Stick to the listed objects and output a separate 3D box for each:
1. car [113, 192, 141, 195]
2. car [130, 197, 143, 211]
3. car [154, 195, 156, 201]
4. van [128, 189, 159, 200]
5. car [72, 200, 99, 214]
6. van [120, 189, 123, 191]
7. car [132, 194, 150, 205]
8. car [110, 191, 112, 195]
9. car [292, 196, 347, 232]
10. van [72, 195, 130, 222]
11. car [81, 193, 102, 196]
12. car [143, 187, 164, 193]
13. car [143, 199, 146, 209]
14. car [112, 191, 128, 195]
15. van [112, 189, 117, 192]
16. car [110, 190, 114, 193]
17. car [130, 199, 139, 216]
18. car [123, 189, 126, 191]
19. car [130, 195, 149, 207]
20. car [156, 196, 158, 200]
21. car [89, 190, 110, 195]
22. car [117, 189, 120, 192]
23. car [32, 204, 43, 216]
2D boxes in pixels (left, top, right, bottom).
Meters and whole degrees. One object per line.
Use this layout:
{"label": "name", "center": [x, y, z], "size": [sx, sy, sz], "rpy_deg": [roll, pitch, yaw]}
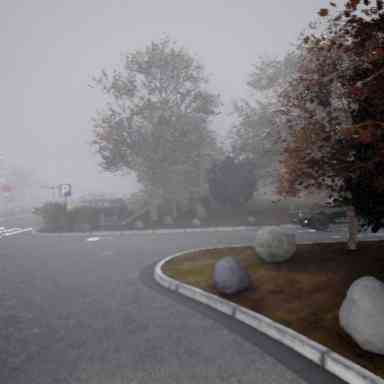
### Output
{"label": "car", "center": [-8.138, 1.288, 46.161], "size": [4.553, 1.767, 2.185], "rpy_deg": [-1, 1, -1]}
{"label": "car", "center": [-8.231, 1.696, 35.066], "size": [5.366, 1.575, 1.946], "rpy_deg": [-1, 1, -1]}
{"label": "car", "center": [-8.199, 1.385, 48.939], "size": [4.674, 1.452, 2.002], "rpy_deg": [-1, 1, -1]}
{"label": "van", "center": [-8.178, 0.910, 57.258], "size": [4.442, 1.987, 1.878], "rpy_deg": [-1, 1, -1]}
{"label": "car", "center": [-13.109, 1.780, 41.175], "size": [1.895, 1.301, 4.718], "rpy_deg": [-1, 1, 0]}
{"label": "van", "center": [-21.612, 0.414, 89.715], "size": [4.442, 1.987, 1.878], "rpy_deg": [-1, 2, -1]}
{"label": "car", "center": [-8.130, 1.484, 43.389], "size": [5.008, 1.535, 2.097], "rpy_deg": [-1, 1, -1]}
{"label": "car", "center": [-21.754, 0.996, 75.704], "size": [5.366, 1.575, 1.946], "rpy_deg": [-1, 1, -1]}
{"label": "car", "center": [8.666, 1.083, 19.089], "size": [5.566, 2.045, 2.150], "rpy_deg": [-3, -1, -2]}
{"label": "van", "center": [-8.106, 1.613, 29.513], "size": [4.442, 1.987, 1.878], "rpy_deg": [-1, 1, -1]}
{"label": "car", "center": [-16.650, 1.443, 54.010], "size": [1.837, 1.490, 4.892], "rpy_deg": [-1, 1, 0]}
{"label": "car", "center": [-8.599, 0.272, 82.227], "size": [5.566, 2.045, 2.435], "rpy_deg": [-1, 1, -1]}
{"label": "car", "center": [-8.045, 1.653, 37.843], "size": [4.792, 1.488, 2.163], "rpy_deg": [-1, 1, -1]}
{"label": "car", "center": [-13.339, 1.151, 63.398], "size": [1.812, 1.442, 4.674], "rpy_deg": [-1, 1, -1]}
{"label": "van", "center": [-21.519, 0.628, 81.306], "size": [4.442, 1.987, 1.878], "rpy_deg": [-1, 1, -1]}
{"label": "car", "center": [-21.596, 0.966, 78.510], "size": [4.674, 1.452, 2.002], "rpy_deg": [-1, 1, -1]}
{"label": "car", "center": [-7.984, 1.794, 32.293], "size": [4.792, 1.488, 2.163], "rpy_deg": [-1, 1, -1]}
{"label": "car", "center": [-21.724, 0.597, 92.523], "size": [4.792, 1.488, 2.163], "rpy_deg": [-1, 2, -1]}
{"label": "car", "center": [-8.112, 1.555, 40.615], "size": [4.892, 1.521, 2.231], "rpy_deg": [-1, 1, -1]}
{"label": "car", "center": [-8.233, 1.276, 51.713], "size": [5.008, 1.535, 2.097], "rpy_deg": [-1, 1, -1]}
{"label": "car", "center": [-21.572, 0.813, 72.897], "size": [5.566, 2.045, 2.435], "rpy_deg": [-1, 1, -1]}
{"label": "car", "center": [-21.666, 0.787, 84.113], "size": [5.008, 1.535, 2.097], "rpy_deg": [-1, 1, -1]}
{"label": "car", "center": [-16.506, 1.935, 38.249], "size": [1.895, 1.301, 4.718], "rpy_deg": [-1, 1, -1]}
